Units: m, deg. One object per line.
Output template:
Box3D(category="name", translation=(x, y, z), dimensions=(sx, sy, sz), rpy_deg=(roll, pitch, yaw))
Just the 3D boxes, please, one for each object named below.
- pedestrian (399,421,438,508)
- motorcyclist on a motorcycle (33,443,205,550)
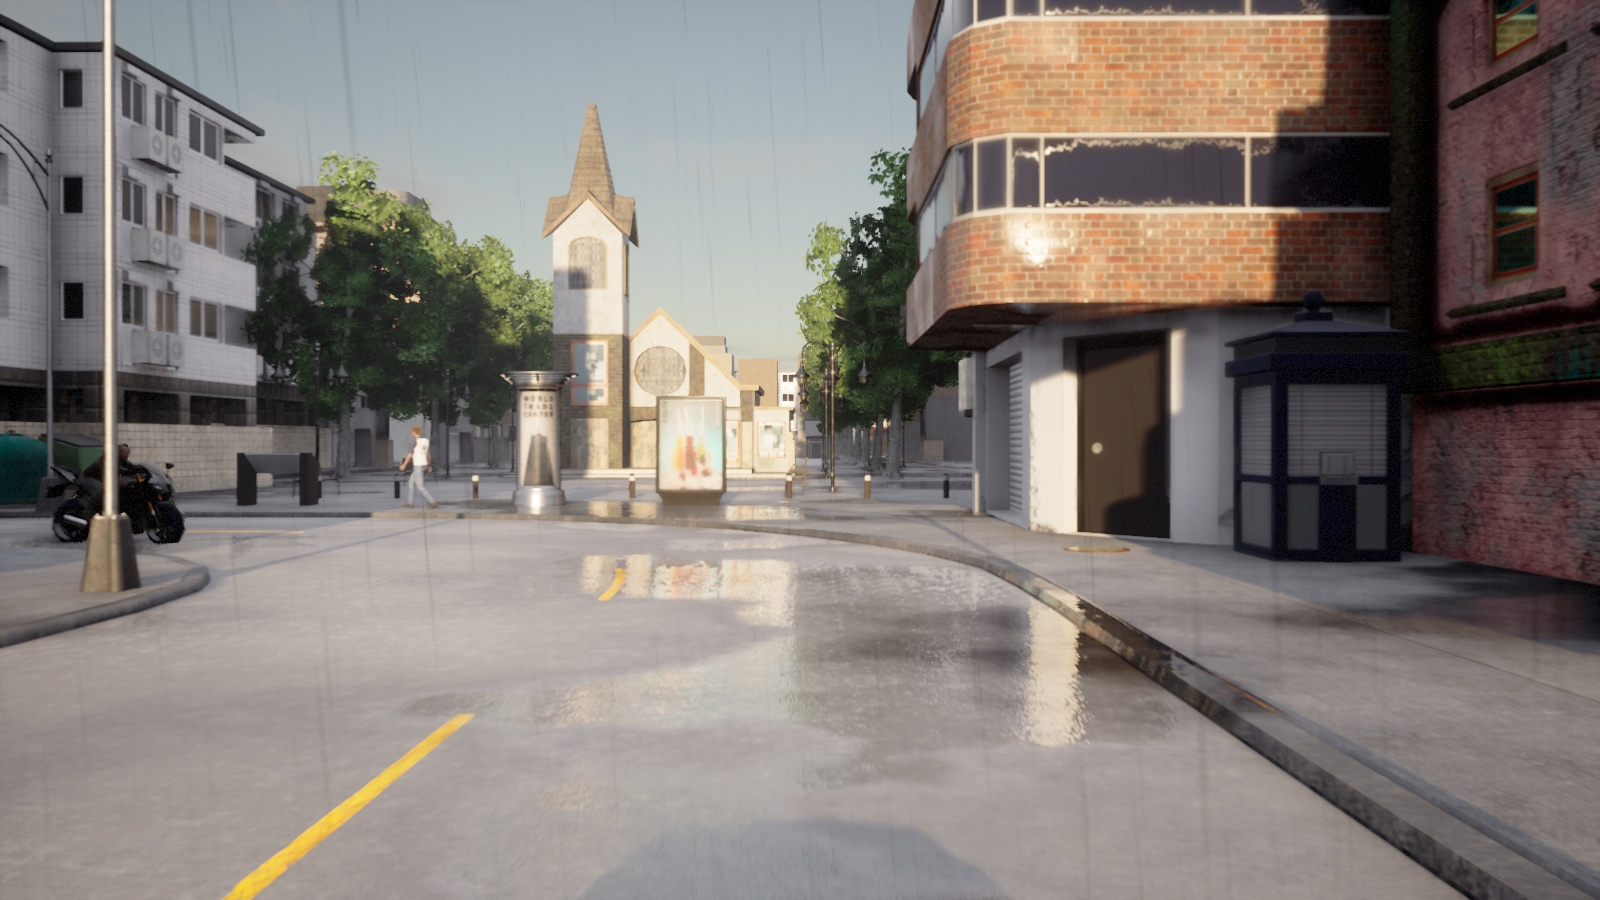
Box3D(category="pedestrian", translation=(-8.074, 0.300, 26.555), dimensions=(0.706, 1.836, 0.354), rpy_deg=(0, 0, 17))
Box3D(category="motorcyclist on a motorcycle", translation=(-10.138, 0.669, 18.730), dimensions=(2.191, 1.530, 0.866), rpy_deg=(0, 1, 11))
